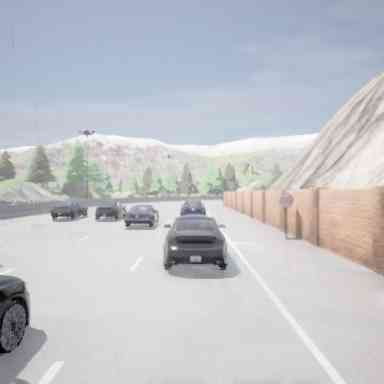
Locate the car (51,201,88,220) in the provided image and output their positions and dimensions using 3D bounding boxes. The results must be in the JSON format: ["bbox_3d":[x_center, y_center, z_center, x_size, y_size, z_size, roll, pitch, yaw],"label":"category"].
[{"bbox_3d":[-10.407,1.541,28.594,2.128,1.511,4.902,0,0,0],"label":"car"}]

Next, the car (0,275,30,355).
[{"bbox_3d":[-3.402,1.497,3.203,2.128,1.511,4.902,0,0,0],"label":"car"}]

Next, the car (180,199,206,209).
[{"bbox_3d":[0.093,1.401,28.334,2.097,1.767,4.553,0,0,0],"label":"car"}]

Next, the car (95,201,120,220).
[{"bbox_3d":[-6.906,1.554,28.646,1.837,1.490,4.892,0,0,0],"label":"car"}]

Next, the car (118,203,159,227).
[{"bbox_3d":[-3.405,1.587,23.187,2.033,1.411,5.357,0,0,0],"label":"car"}]

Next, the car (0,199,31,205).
[{"bbox_3d":[-21.090,1.671,40.603,1.895,1.301,4.718,0,0,0],"label":"car"}]

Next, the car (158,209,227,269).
[{"bbox_3d":[0.097,1.524,11.214,1.837,1.490,4.892,0,0,0],"label":"car"}]
